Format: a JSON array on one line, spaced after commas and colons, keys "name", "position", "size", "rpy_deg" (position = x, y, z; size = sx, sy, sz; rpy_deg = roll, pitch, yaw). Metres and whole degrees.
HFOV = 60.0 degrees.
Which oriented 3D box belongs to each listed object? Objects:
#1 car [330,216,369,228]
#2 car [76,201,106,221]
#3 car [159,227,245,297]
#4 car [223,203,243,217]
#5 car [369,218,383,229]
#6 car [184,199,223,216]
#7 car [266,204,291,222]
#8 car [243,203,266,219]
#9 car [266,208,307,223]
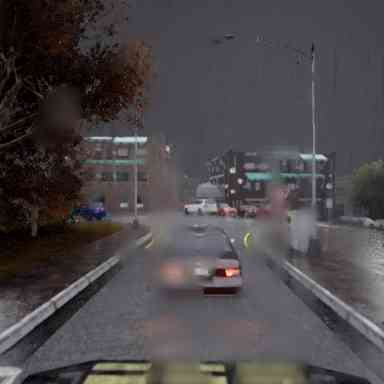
[{"name": "car", "position": [21.606, 4.060, 46.653], "size": [2.002, 1.452, 4.674], "rpy_deg": [6, -3, -31]}, {"name": "car", "position": [-12.153, 2.117, 36.576], "size": [5.566, 2.045, 2.150], "rpy_deg": [-3, -2, 19]}, {"name": "car", "position": [0.234, 1.638, 8.868], "size": [2.033, 1.411, 5.357], "rpy_deg": [0, -1, 1]}, {"name": "car", "position": [3.896, 2.239, 43.149], "size": [2.185, 1.767, 4.553], "rpy_deg": [4, -3, -32]}, {"name": "car", "position": [24.566, 4.343, 47.228], "size": [2.002, 1.452, 4.674], "rpy_deg": [7, -3, -31]}, {"name": "car", "position": [1.029, 1.954, 42.500], "size": [2.435, 2.045, 5.566], "rpy_deg": [1, -2, -31]}, {"name": "car", "position": [9.844, 2.643, 44.328], "size": [2.435, 2.045, 5.566], "rpy_deg": [7, -3, -31]}, {"name": "car", "position": [6.859, 2.483, 43.709], "size": [2.185, 1.767, 4.553], "rpy_deg": [6, -3, -32]}, {"name": "car", "position": [12.663, 3.171, 45.089], "size": [1.946, 1.575, 5.366], "rpy_deg": [6, -3, -31]}]
